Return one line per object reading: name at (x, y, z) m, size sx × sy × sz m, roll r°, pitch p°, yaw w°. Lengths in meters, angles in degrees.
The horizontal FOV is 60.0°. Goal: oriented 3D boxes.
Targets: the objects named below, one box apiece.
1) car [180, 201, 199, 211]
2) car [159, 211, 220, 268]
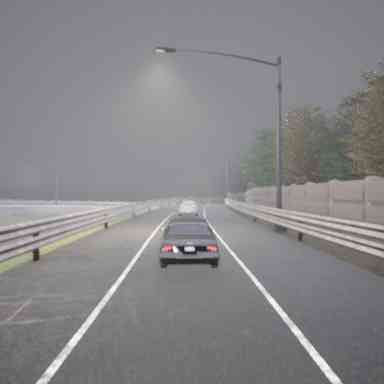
car at (-0.302, 1.673, 34.165) m, size 1.812 × 1.442 × 4.674 m, roll 0°, pitch 0°, yaw 1°
car at (-0.124, 1.602, 11.530) m, size 2.033 × 1.411 × 5.357 m, roll 0°, pitch 0°, yaw -1°
